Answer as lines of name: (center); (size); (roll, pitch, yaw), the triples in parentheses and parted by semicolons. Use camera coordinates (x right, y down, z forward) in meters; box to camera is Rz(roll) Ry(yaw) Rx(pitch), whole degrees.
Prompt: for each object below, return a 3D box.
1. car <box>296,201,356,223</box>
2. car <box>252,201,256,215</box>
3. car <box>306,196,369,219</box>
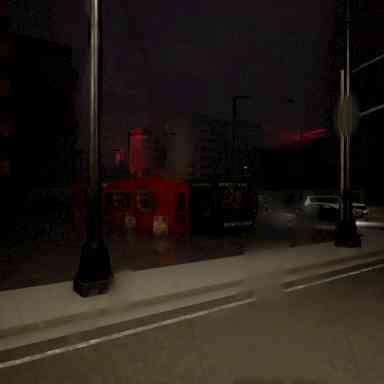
car: (10.565, 1.667, 27.023); (1.994, 1.385, 4.181); (0, -1, -36)
car: (5.385, 1.685, 34.184); (1.882, 1.535, 5.008); (0, -1, -36)
car: (12.785, 1.339, 29.932); (2.150, 2.045, 5.566); (0, -1, -36)
